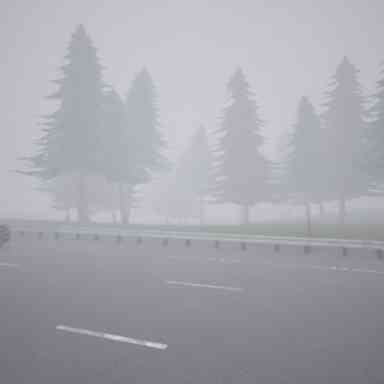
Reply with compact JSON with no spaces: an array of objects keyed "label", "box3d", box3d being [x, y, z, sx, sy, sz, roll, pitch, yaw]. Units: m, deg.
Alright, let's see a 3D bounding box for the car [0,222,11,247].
[{"label":"car","box3d":[-10.233,1.717,14.594,4.892,1.490,1.837,0,-1,22]}]
